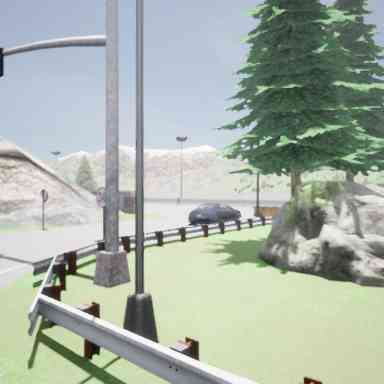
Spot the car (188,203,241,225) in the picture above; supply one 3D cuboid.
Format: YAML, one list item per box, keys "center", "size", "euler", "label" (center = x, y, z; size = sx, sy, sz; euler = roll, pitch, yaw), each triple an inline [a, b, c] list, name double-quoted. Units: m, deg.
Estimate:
- center: [1.534, 1.364, 21.213]
  size: [1.994, 1.385, 4.181]
  euler: [0, 0, 33]
  label: "car"
